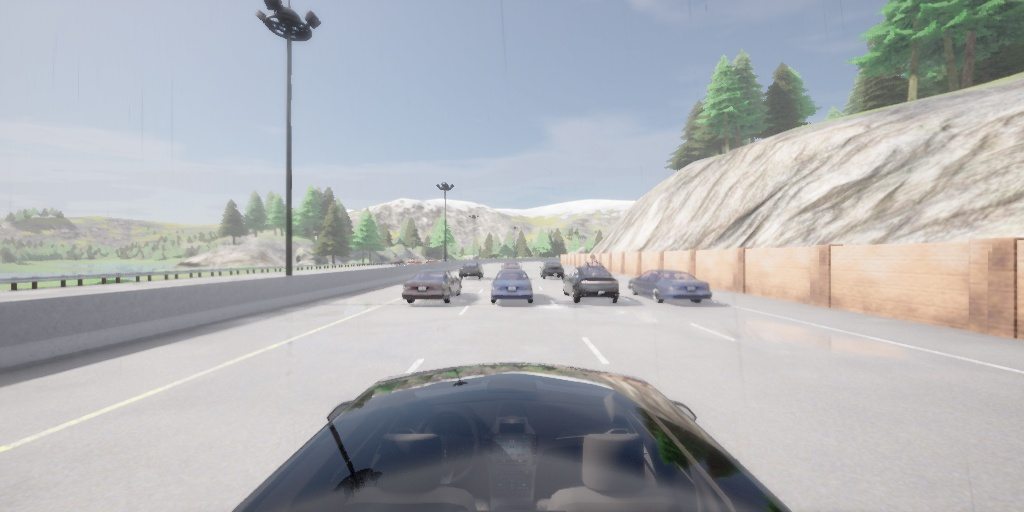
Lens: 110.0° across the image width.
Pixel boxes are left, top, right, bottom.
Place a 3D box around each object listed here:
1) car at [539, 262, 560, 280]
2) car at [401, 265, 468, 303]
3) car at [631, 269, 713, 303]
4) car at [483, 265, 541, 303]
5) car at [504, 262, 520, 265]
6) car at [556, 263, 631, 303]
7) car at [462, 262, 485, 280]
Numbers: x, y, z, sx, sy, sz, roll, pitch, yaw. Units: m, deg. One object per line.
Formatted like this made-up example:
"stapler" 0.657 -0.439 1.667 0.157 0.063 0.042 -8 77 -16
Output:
"car" 3.500 1.264 31.500 1.837 1.490 4.892 0 0 0
"car" -3.500 1.310 16.500 2.033 1.411 5.357 0 0 0
"car" 7.000 1.310 16.500 2.033 1.411 5.357 0 0 0
"car" 0.000 1.310 16.500 2.033 1.411 5.357 0 0 0
"car" 0.000 1.280 31.500 1.812 1.442 4.674 0 0 0
"car" 3.500 1.242 16.500 2.128 1.511 4.902 0 0 0
"car" -3.500 1.243 31.500 2.128 1.511 4.902 0 0 0
